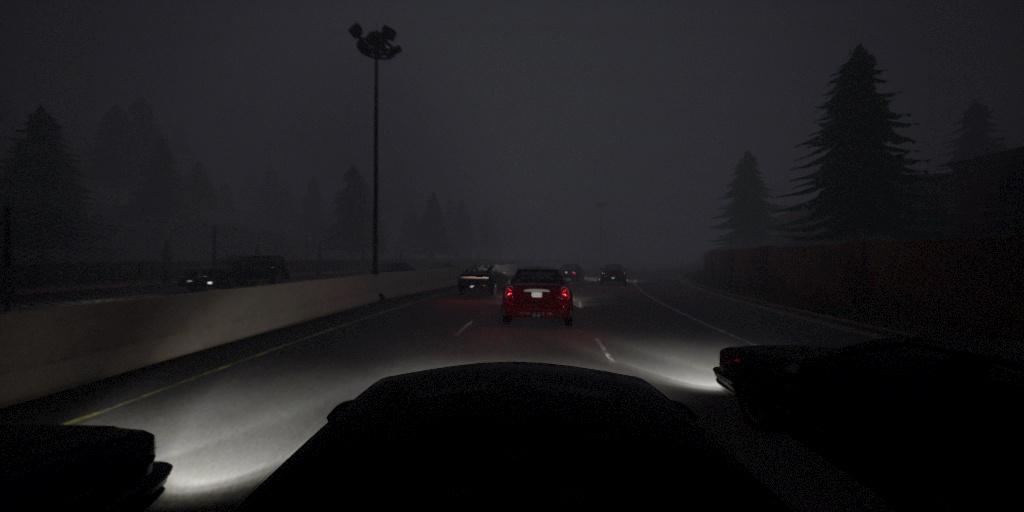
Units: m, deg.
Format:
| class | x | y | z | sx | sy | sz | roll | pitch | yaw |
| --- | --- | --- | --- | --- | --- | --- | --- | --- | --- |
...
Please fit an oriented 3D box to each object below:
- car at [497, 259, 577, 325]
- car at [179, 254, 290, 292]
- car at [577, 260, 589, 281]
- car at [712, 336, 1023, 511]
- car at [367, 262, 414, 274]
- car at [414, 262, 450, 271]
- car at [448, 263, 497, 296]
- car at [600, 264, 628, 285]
| class | x | y | z | sx | sy | sz | roll | pitch | yaw |
| --- | --- | --- | --- | --- | --- | --- | --- | --- | --- |
| car | 0.942 | 1.118 | 12.214 | 2.097 | 1.767 | 4.553 | 0 | 0 | 7 |
| car | -15.658 | 0.918 | 20.733 | 2.150 | 2.045 | 5.566 | 0 | 0 | 11 |
| car | 5.069 | 1.354 | 30.514 | 2.033 | 1.411 | 5.357 | 0 | 0 | 19 |
| car | 3.651 | 1.316 | 2.484 | 2.033 | 1.411 | 5.357 | 0 | 0 | 1 |
| car | -9.945 | 1.238 | 29.740 | 1.837 | 1.490 | 4.892 | 0 | 0 | 17 |
| car | -6.074 | 1.279 | 30.532 | 1.812 | 1.442 | 4.674 | 0 | 0 | 17 |
| car | -1.459 | 1.254 | 19.413 | 2.128 | 1.511 | 4.902 | 0 | 0 | 11 |
| car | 7.684 | 1.341 | 27.079 | 1.812 | 1.442 | 4.674 | 0 | 0 | 17 |
